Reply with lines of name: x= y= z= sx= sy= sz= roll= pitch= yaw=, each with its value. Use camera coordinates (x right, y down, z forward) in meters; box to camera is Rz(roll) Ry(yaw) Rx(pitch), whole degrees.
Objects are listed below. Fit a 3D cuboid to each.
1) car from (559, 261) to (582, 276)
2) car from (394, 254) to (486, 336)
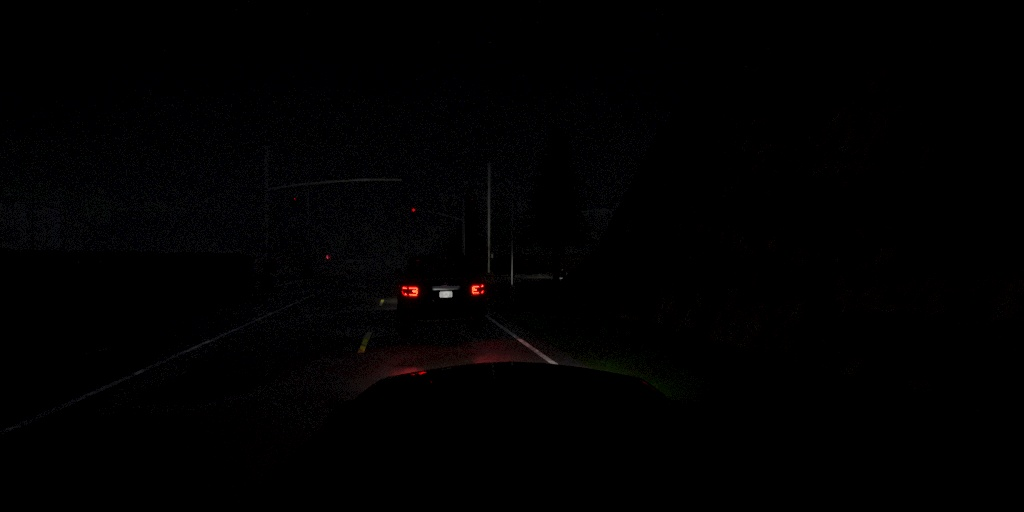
car: x=6.494 y=1.228 z=35.346 sx=5.008 sy=1.535 sz=1.882 roll=-1 pitch=0 yaw=-19
car: x=-2.278 y=0.971 z=10.763 sx=2.150 sy=2.045 sz=5.566 roll=0 pitch=0 yaw=-17
